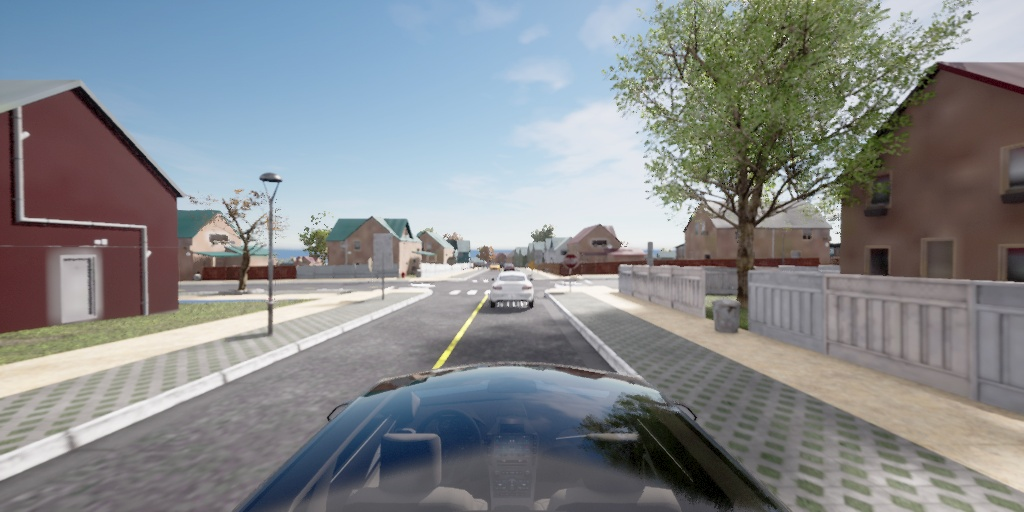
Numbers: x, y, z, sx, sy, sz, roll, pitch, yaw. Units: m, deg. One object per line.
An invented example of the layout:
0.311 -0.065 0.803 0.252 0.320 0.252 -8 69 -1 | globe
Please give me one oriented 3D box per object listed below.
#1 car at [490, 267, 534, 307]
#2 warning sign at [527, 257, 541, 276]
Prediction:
0.010 1.423 16.250 1.812 1.442 4.674 0 0 0 | car
2.388 1.360 42.252 1.300 1.860 1.060 0 0 -1 | warning sign
